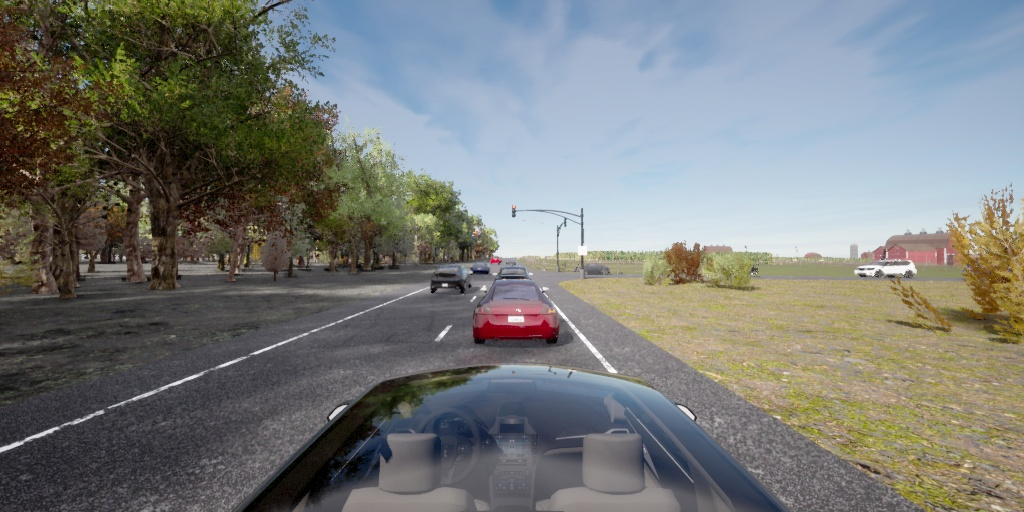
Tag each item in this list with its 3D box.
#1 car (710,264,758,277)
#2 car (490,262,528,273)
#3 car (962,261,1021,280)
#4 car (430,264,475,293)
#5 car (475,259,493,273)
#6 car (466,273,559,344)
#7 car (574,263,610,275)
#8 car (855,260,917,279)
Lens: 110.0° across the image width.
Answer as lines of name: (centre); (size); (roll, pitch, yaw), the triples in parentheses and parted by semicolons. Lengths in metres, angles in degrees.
car: (25.252, 1.561, 41.010); (5.008, 1.535, 1.882); (1, -1, 0)
car: (0.049, 1.259, 18.550); (1.837, 1.490, 4.892); (0, 0, 0)
car: (50.587, 1.522, 37.372); (5.566, 2.045, 2.150); (1, -1, 1)
car: (-3.462, 1.259, 20.926); (1.837, 1.490, 4.892); (0, 0, 0)
car: (-3.531, 1.321, 40.673); (1.994, 1.385, 4.181); (0, 0, 0)
car: (0.075, 1.316, 9.638); (1.994, 1.385, 4.181); (0, 0, 0)
car: (9.305, 1.487, 41.838); (4.181, 1.385, 1.994); (0, -1, 12)
car: (42.659, 1.490, 40.979); (5.566, 2.045, 2.150); (0, -1, 0)
